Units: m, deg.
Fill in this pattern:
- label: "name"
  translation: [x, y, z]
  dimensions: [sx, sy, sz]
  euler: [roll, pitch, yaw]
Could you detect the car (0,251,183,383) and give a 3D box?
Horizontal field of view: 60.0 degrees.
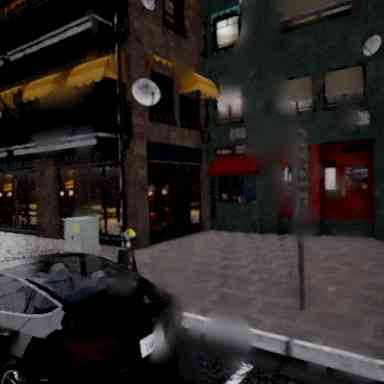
- label: "car"
  translation: [-2.112, 1.474, 4.335]
  dimensions: [4.313, 1.339, 1.947]
  euler: [0, 1, 33]
